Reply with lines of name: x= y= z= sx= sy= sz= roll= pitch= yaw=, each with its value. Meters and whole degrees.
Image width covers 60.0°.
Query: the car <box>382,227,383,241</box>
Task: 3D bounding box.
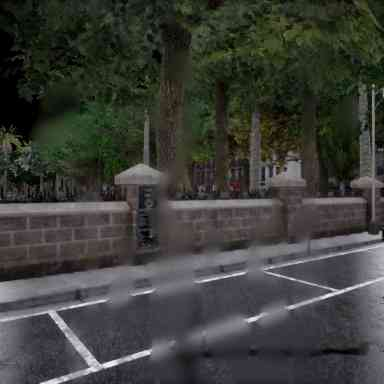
car: x=9.754 y=1.310 z=13.498 sx=5.009 sy=1.841 sz=2.192 roll=0 pitch=0 yaw=-36
